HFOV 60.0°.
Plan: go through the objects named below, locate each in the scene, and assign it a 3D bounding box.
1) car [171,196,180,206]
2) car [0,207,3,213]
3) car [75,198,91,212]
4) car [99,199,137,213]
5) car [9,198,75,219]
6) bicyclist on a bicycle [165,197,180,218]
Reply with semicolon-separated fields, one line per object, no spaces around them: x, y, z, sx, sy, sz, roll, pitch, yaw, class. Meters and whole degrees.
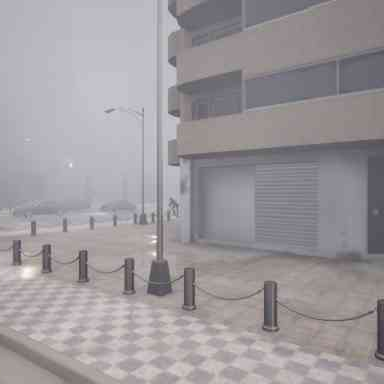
-1.301;1.296;51.467;2.097;1.767;4.553;0;0;36;car
-18.617;1.545;27.644;1.895;1.301;4.718;0;0;36;car
-13.096;1.446;35.238;1.837;1.490;4.892;0;1;36;car
-8.007;1.508;36.295;1.994;1.385;4.181;0;0;36;car
-13.239;1.436;29.078;2.128;1.511;4.902;0;0;36;car
-1.539;1.246;26.504;1.656;1.620;0.582;0;0;36;bicyclist on a bicycle
